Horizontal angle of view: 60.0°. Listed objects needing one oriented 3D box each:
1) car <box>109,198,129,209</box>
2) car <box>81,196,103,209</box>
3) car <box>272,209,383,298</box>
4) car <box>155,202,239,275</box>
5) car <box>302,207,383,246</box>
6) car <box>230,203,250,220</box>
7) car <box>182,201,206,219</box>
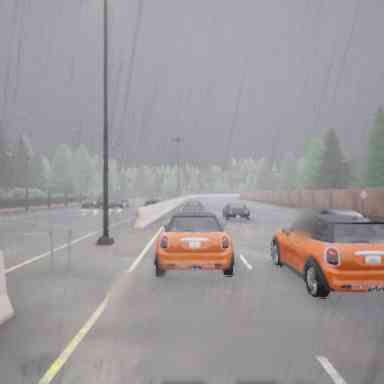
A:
[{"bbox_3d":[-10.118,1.563,46.629,2.033,1.411,5.357,0,0,2],"label":"car"},{"bbox_3d":[-13.620,1.367,45.952,2.097,1.767,4.553,0,0,2],"label":"car"},{"bbox_3d":[3.567,1.355,8.691,2.097,1.767,4.553,0,0,0],"label":"car"},{"bbox_3d":[0.053,1.355,10.578,2.097,1.767,4.553,0,0,0],"label":"car"},{"bbox_3d":[7.012,1.531,16.173,1.812,1.442,4.674,0,0,0],"label":"car"},{"bbox_3d":[3.642,1.610,28.112,1.895,1.301,4.718,0,0,1],"label":"car"},{"bbox_3d":[0.194,1.574,30.006,1.994,1.385,4.181,0,0,1],"label":"car"}]
